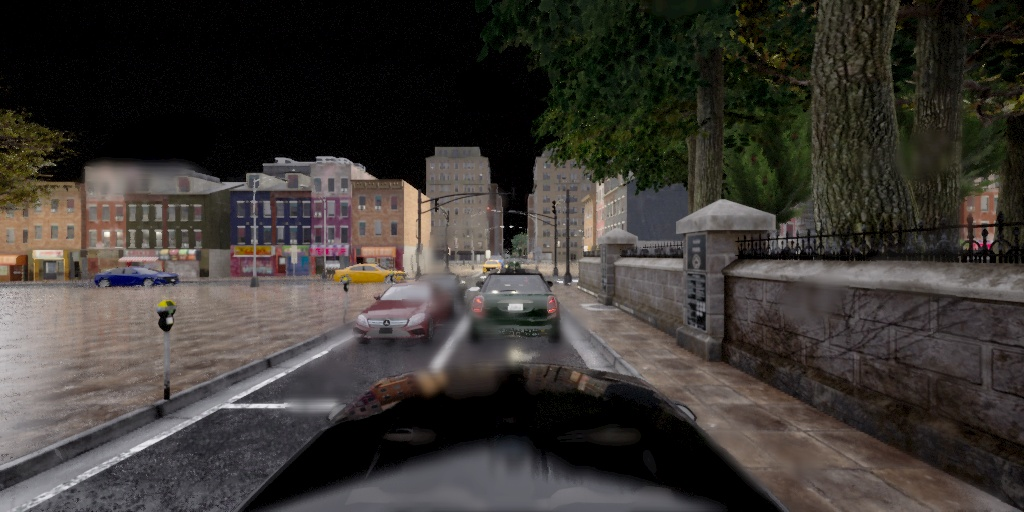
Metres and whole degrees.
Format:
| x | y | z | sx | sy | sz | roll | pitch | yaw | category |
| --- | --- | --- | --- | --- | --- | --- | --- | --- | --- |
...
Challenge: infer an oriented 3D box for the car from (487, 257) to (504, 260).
| x | y | z | sx | sy | sz | roll | pitch | yaw | category |
| --- | --- | --- | --- | --- | --- | --- | --- | --- | --- |
| -2.283 | 1.221 | 41.541 | 1.882 | 1.535 | 5.008 | 0 | 0 | 1 | car |

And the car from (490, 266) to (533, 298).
| x | y | z | sx | sy | sz | roll | pitch | yaw | category |
| --- | --- | --- | --- | --- | --- | --- | --- | --- | --- |
| -0.147 | 1.314 | 19.171 | 1.994 | 1.385 | 4.181 | 0 | 0 | -5 | car |

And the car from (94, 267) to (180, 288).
| x | y | z | sx | sy | sz | roll | pitch | yaw | category |
| --- | --- | --- | --- | --- | --- | --- | --- | --- | --- |
| -27.220 | 1.536 | 26.129 | 5.008 | 1.535 | 1.882 | -1 | 0 | 0 | car |

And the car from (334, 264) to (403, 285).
| x | y | z | sx | sy | sz | roll | pitch | yaw | category |
| --- | --- | --- | --- | --- | --- | --- | --- | --- | --- |
| -10.302 | 1.323 | 26.271 | 5.008 | 1.535 | 1.882 | -1 | 0 | -3 | car |

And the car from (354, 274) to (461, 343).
| x | y | z | sx | sy | sz | roll | pitch | yaw | category |
| --- | --- | --- | --- | --- | --- | --- | --- | --- | --- |
| -2.639 | 1.332 | 9.611 | 1.802 | 1.307 | 4.207 | 0 | 0 | 0 | car |

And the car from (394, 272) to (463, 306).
| x | y | z | sx | sy | sz | roll | pitch | yaw | category |
| --- | --- | --- | --- | --- | --- | --- | --- | --- | --- |
| -2.640 | 1.316 | 13.274 | 1.948 | 1.339 | 4.313 | 0 | 0 | 0 | car |

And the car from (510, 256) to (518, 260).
| x | y | z | sx | sy | sz | roll | pitch | yaw | category |
| --- | --- | --- | --- | --- | --- | --- | --- | --- | --- |
| 0.379 | 1.091 | 62.107 | 2.097 | 1.767 | 4.553 | 0 | 0 | 0 | car |

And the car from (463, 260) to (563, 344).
| x | y | z | sx | sy | sz | roll | pitch | yaw | category |
| --- | --- | --- | --- | --- | --- | --- | --- | --- | --- |
| 0.072 | 1.102 | 9.727 | 2.097 | 1.767 | 4.553 | 0 | 0 | 0 | car |
